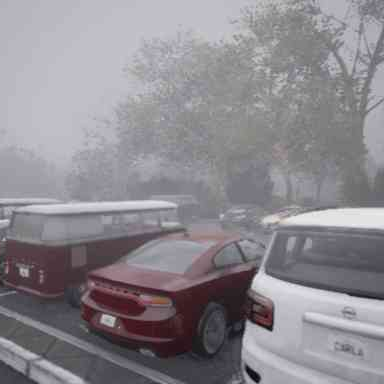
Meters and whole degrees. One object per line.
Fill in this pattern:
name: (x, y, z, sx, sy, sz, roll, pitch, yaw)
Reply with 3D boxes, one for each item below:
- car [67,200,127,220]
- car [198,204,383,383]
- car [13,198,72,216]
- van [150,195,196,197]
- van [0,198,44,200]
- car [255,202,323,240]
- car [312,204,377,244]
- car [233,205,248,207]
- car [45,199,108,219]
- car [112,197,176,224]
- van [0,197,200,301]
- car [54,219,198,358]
car: (-7.981, 1.454, 28.236, 2.002, 1.452, 4.674, 0, 0, 36)
car: (2.681, 1.215, 4.583, 2.435, 2.045, 5.566, 0, 0, 35)
car: (-14.780, 1.433, 33.093, 2.097, 1.535, 5.008, 0, 0, 36)
van: (-1.123, 1.198, 23.472, 1.878, 1.987, 4.442, 0, 0, 36)
van: (-6.532, 1.206, 10.978, 1.878, 1.987, 4.442, 0, 0, 36)
car: (5.504, 1.446, 18.372, 1.946, 1.575, 5.366, 0, 0, 36)
car: (7.877, 1.458, 16.901, 2.097, 1.535, 5.008, 0, 0, 35)
car: (3.342, 1.481, 20.139, 2.002, 1.452, 4.674, 0, 0, 36)
car: (-10.246, 1.416, 29.860, 2.097, 1.535, 5.008, 0, 0, 36)
car: (-3.471, 1.293, 24.969, 2.185, 1.767, 4.553, 0, 0, 36)
van: (-1.833, 1.223, 7.910, 1.878, 1.987, 4.442, 0, 0, 35)
car: (0.378, 1.457, 6.184, 2.097, 1.535, 5.008, 0, 0, 35)
